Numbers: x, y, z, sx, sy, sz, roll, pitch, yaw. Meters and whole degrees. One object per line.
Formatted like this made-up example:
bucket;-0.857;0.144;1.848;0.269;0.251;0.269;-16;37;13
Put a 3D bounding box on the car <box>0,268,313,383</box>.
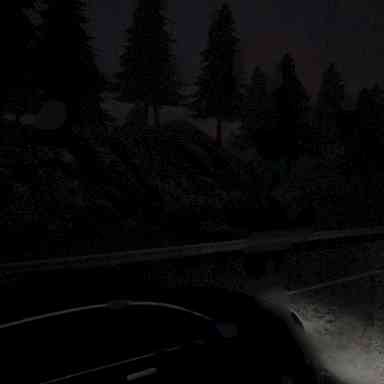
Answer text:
car;-0.897;1.509;3.050;4.892;1.490;1.837;0;0;-35
